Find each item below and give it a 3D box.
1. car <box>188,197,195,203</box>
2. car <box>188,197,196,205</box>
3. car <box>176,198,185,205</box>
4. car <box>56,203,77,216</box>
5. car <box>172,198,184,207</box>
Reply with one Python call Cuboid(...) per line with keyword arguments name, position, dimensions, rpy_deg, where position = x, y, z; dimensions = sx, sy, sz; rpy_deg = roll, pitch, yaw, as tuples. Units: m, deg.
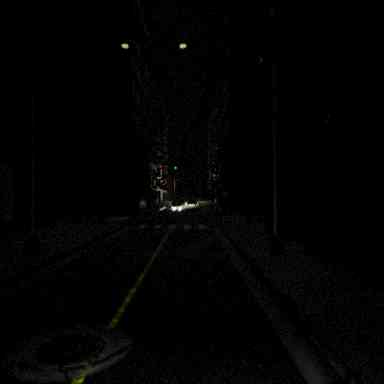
Cuboid(name="car", position=(-0.055, 2.136, 87.652), dimensions=(1.837, 1.490, 4.892), rpy_deg=(0, -1, 0))
Cuboid(name="car", position=(-0.049, 2.166, 77.231), dimensions=(1.837, 1.490, 4.892), rpy_deg=(0, -1, 0))
Cuboid(name="car", position=(-2.800, 2.230, 79.025), dimensions=(1.994, 1.385, 4.181), rpy_deg=(0, -1, 0))
Cuboid(name="car", position=(-14.825, 1.889, 36.211), dimensions=(4.403, 1.369, 2.008), rpy_deg=(0, -1, 0))
Cuboid(name="car", position=(-2.812, 2.049, 63.518), dimensions=(2.128, 1.511, 4.902), rpy_deg=(0, 0, 0))
